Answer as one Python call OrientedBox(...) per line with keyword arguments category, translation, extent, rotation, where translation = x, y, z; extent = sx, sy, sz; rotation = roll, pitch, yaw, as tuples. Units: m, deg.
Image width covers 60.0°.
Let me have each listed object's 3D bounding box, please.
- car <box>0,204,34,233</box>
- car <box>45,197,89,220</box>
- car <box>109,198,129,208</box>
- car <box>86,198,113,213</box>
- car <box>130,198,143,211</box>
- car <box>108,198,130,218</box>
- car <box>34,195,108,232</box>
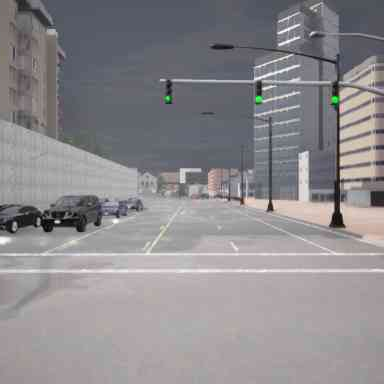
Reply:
OrientedBox(category="car", translation=(-10.618, 1.505, 19.686), extent=(1.837, 1.490, 4.892), rotation=(0, 0, 0))
OrientedBox(category="car", translation=(-10.626, 1.352, 28.754), extent=(2.097, 1.767, 4.553), rotation=(0, 0, 0))
OrientedBox(category="car", translation=(-10.600, 1.601, 48.632), extent=(1.895, 1.301, 4.718), rotation=(0, 0, 0))
OrientedBox(category="car", translation=(-10.629, 1.505, 38.572), extent=(1.837, 1.490, 4.892), rotation=(0, 0, 0))
OrientedBox(category="car", translation=(-7.127, 1.491, 40.303), extent=(2.128, 1.511, 4.902), rotation=(0, 0, 0))
OrientedBox(category="car", translation=(-7.126, 1.526, 29.960), extent=(1.812, 1.442, 4.674), rotation=(0, 0, 0))
OrientedBox(category="car", translation=(-7.115, 1.221, 20.320), extent=(2.150, 2.045, 5.566), rotation=(0, 0, 0))
